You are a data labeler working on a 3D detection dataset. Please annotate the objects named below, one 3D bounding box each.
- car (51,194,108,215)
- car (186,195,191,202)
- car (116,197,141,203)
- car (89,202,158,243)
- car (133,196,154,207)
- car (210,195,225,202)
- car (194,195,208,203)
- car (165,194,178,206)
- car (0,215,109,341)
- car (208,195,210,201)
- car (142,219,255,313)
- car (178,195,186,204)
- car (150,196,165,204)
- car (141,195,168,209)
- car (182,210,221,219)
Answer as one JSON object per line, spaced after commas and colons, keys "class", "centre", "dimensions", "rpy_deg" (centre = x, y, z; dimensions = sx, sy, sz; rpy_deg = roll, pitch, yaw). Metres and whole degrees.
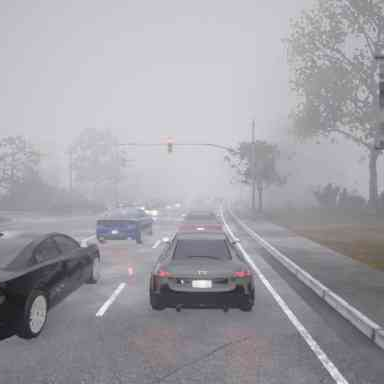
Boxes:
{"class": "car", "centre": [-11.075, 1.224, 33.118], "dimensions": [5.566, 2.045, 2.150], "rpy_deg": [0, 0, -3]}
{"class": "car", "centre": [-1.465, 1.355, 73.058], "dimensions": [2.097, 1.767, 4.553], "rpy_deg": [0, 0, 8]}
{"class": "car", "centre": [-8.578, 1.491, 43.436], "dimensions": [2.128, 1.511, 4.902], "rpy_deg": [0, 0, 5]}
{"class": "car", "centre": [-3.070, 1.478, 16.014], "dimensions": [1.882, 1.535, 5.008], "rpy_deg": [0, 0, 2]}
{"class": "car", "centre": [-7.675, 1.491, 52.619], "dimensions": [2.128, 1.511, 4.902], "rpy_deg": [0, 0, 6]}
{"class": "car", "centre": [5.802, 1.472, 74.258], "dimensions": [1.882, 1.535, 5.008], "rpy_deg": [0, 0, 9]}
{"class": "car", "centre": [1.604, 1.490, 68.937], "dimensions": [2.128, 1.511, 4.902], "rpy_deg": [0, 0, 8]}
{"class": "car", "centre": [-4.034, 1.505, 53.771], "dimensions": [1.837, 1.490, 4.892], "rpy_deg": [0, 0, 7]}
{"class": "car", "centre": [-3.304, 1.478, 6.615], "dimensions": [1.882, 1.535, 5.008], "rpy_deg": [0, 0, 1]}
{"class": "car", "centre": [3.896, 1.500, 84.250], "dimensions": [1.837, 1.490, 4.892], "rpy_deg": [0, 0, 10]}
{"class": "car", "centre": [0.215, 1.564, 7.778], "dimensions": [1.994, 1.385, 4.181], "rpy_deg": [0, 0, 1]}
{"class": "car", "centre": [-2.914, 1.601, 62.896], "dimensions": [1.895, 1.301, 4.718], "rpy_deg": [0, 0, 8]}
{"class": "car", "centre": [-6.486, 1.564, 62.559], "dimensions": [1.994, 1.385, 4.181], "rpy_deg": [0, 0, 7]}
{"class": "car", "centre": [-4.966, 1.491, 44.517], "dimensions": [2.128, 1.511, 4.902], "rpy_deg": [0, 0, 5]}
{"class": "car", "centre": [0.438, 1.564, 16.179], "dimensions": [1.994, 1.385, 4.181], "rpy_deg": [0, 0, 2]}
